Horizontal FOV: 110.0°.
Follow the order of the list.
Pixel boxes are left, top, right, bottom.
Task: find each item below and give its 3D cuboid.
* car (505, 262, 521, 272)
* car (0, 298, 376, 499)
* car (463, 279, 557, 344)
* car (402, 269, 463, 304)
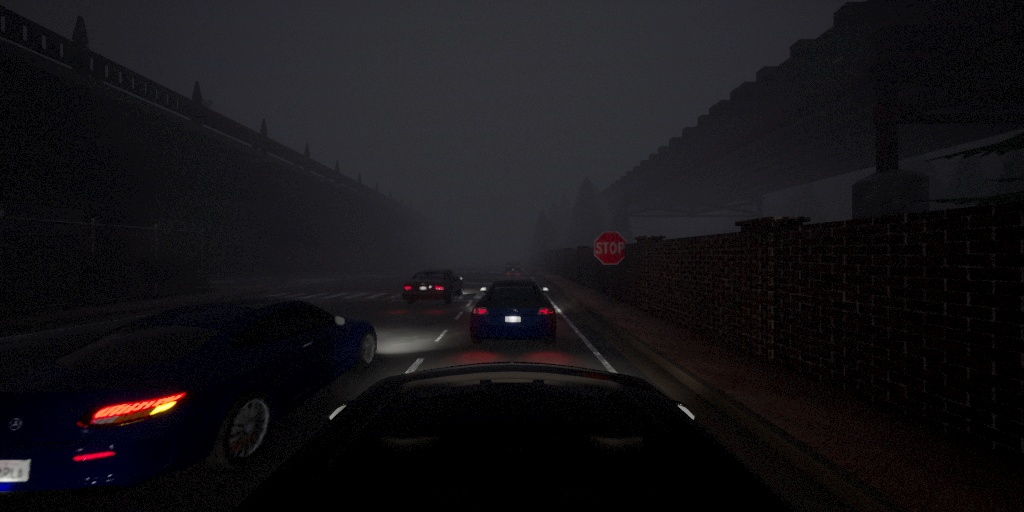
[{"bbox_3d":[0.092,1.351,45.212,1.895,1.301,4.718,0,0,-1],"label":"car"},{"bbox_3d":[-3.406,1.276,4.719,1.812,1.442,4.674,0,0,0],"label":"car"},{"bbox_3d":[0.063,1.314,9.634,1.994,1.385,4.181,0,0,1],"label":"car"},{"bbox_3d":[-3.421,1.297,16.341,2.033,1.411,5.357,0,0,0],"label":"car"}]
